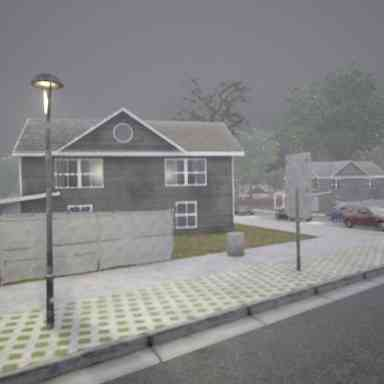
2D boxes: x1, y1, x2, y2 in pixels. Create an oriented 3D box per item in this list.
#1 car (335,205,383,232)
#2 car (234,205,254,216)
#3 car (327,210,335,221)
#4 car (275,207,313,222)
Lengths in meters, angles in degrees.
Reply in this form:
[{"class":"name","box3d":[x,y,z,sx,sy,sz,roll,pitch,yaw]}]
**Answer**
[{"class":"car","box3d":[11.912,1.710,21.857,1.812,1.442,4.674,-2,-1,-14]},{"class":"car","box3d":[6.600,2.423,43.783,1.994,1.385,4.181,-2,-1,-13]},{"class":"car","box3d":[13.430,1.810,28.174,1.812,1.442,4.674,-2,-1,-14]},{"class":"car","box3d":[9.544,2.059,31.501,1.994,1.385,4.181,-2,-1,-13]}]
